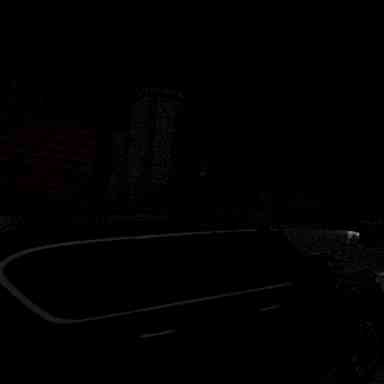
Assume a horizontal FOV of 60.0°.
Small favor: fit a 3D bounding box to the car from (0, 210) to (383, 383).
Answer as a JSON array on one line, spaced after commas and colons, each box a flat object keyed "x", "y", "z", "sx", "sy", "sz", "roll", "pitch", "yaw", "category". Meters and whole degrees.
[{"x": 0.011, "y": 1.239, "z": 3.752, "sx": 5.566, "sy": 2.045, "sz": 2.150, "roll": 1, "pitch": 0, "yaw": -35, "category": "car"}]

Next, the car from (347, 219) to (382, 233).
[{"x": 20.997, "y": 4.134, "z": 40.407, "sx": 4.674, "sy": 1.442, "sz": 1.812, "roll": 6, "pitch": -4, "yaw": -35, "category": "car"}]

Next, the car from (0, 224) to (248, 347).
[{"x": -1.471, "y": 1.573, "z": 6.994, "sx": 5.357, "sy": 1.411, "sz": 2.033, "roll": 1, "pitch": -1, "yaw": -35, "category": "car"}]
